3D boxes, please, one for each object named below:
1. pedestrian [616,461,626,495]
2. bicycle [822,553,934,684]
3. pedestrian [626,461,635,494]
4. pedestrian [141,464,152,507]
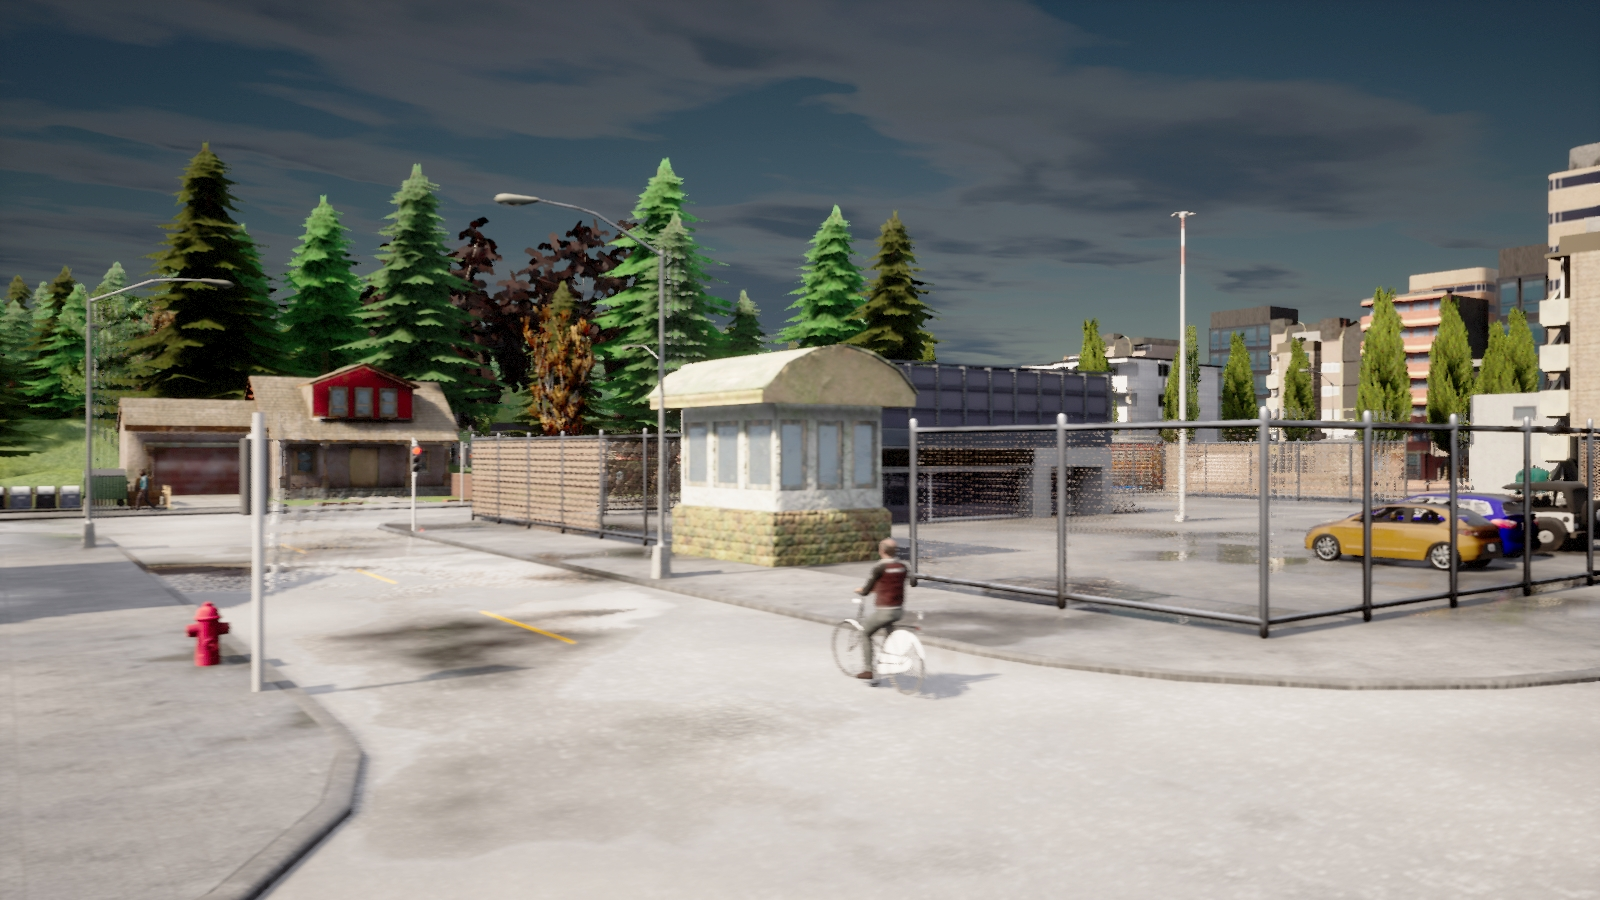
[{"bbox_3d":[-9.733,1.525,62.027,0.375,1.860,0.375,0,0,-40],"label":"pedestrian"},{"bbox_3d":[0.888,1.940,13.490,0.329,1.271,1.835,-1,1,-31],"label":"bicycle"},{"bbox_3d":[-9.571,1.526,64.417,0.375,1.860,0.375,0,0,-34],"label":"pedestrian"},{"bbox_3d":[-28.499,1.525,49.796,0.375,1.860,0.375,0,0,-36],"label":"pedestrian"}]
